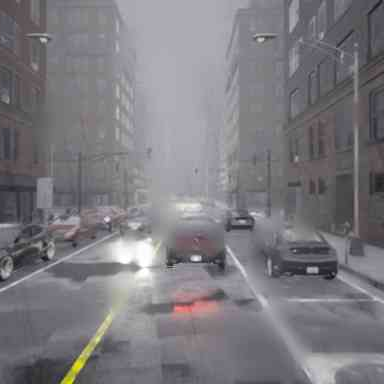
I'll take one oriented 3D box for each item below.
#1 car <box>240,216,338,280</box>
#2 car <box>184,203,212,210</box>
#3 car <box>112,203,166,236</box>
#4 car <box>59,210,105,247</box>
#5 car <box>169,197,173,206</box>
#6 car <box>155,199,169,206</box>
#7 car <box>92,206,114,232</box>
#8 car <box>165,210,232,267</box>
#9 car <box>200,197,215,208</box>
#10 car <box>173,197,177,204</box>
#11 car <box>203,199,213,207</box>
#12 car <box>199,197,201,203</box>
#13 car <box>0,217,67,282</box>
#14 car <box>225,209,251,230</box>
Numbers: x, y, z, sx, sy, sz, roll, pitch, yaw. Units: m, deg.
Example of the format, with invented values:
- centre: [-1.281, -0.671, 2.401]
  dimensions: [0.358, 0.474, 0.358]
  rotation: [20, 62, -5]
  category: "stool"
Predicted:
- centre: [2.865, 1.639, 10.074]
  dimensions: [2.008, 1.369, 4.403]
  rotation: [0, 0, 0]
  category: "car"
- centre: [0.104, 1.716, 21.891]
  dimensions: [1.812, 1.442, 4.674]
  rotation: [0, -1, -1]
  category: "car"
- centre: [-3.002, 1.666, 19.886]
  dimensions: [2.128, 1.511, 4.902]
  rotation: [0, -1, 0]
  category: "car"
- centre: [-5.655, 1.717, 15.583]
  dimensions: [1.802, 1.307, 4.206]
  rotation: [0, 0, 0]
  category: "car"
- centre: [-5.545, 2.203, 69.002]
  dimensions: [2.008, 1.369, 4.403]
  rotation: [0, -1, 0]
  category: "car"
- centre: [-5.576, 2.120, 58.186]
  dimensions: [1.802, 1.307, 4.206]
  rotation: [0, -1, 0]
  category: "car"
- centre: [-5.649, 1.623, 21.086]
  dimensions: [1.967, 1.590, 4.097]
  rotation: [0, -1, 0]
  category: "car"
- centre: [0.111, 1.608, 11.710]
  dimensions: [1.837, 1.490, 4.892]
  rotation: [0, 0, 0]
  category: "car"
- centre: [2.948, 1.979, 58.165]
  dimensions: [1.967, 1.590, 4.097]
  rotation: [0, -1, 0]
  category: "car"
- centre: [-5.500, 2.360, 85.057]
  dimensions: [1.752, 1.417, 4.829]
  rotation: [0, -1, 0]
  category: "car"
- centre: [2.964, 2.122, 63.743]
  dimensions: [1.752, 1.417, 4.829]
  rotation: [0, -1, 0]
  category: "car"
- centre: [2.980, 2.203, 68.981]
  dimensions: [2.008, 1.369, 4.403]
  rotation: [0, -1, 0]
  category: "car"
- centre: [-5.660, 1.653, 10.082]
  dimensions: [1.947, 1.339, 4.313]
  rotation: [0, 0, 0]
  category: "car"
- centre: [2.876, 1.749, 21.076]
  dimensions: [1.947, 1.339, 4.313]
  rotation: [0, -1, 0]
  category: "car"
